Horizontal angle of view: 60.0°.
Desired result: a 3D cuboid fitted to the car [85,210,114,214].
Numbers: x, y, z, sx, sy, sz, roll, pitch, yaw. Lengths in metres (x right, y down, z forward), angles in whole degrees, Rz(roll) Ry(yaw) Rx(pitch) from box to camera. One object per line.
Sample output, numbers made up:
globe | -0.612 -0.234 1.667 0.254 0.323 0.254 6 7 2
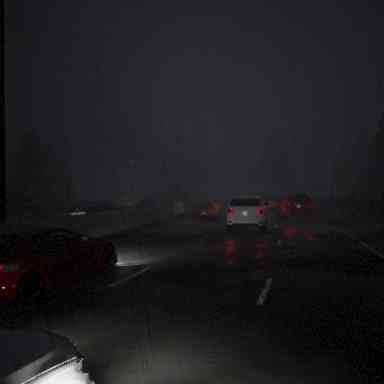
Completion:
car | -8.934 1.547 32.655 1.994 1.385 4.181 0 0 6

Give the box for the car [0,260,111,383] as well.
car | -2.389 1.525 1.387 1.812 1.442 4.674 0 0 20

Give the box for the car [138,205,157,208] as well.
car | -5.030 1.528 36.424 2.033 1.411 5.357 0 0 4

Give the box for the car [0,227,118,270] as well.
car | -3.634 1.559 8.274 1.994 1.385 4.181 0 0 19

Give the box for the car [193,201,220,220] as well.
car | 1.280 1.462 28.375 1.882 1.535 5.008 0 0 8

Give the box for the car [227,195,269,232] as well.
car | 3.436 1.210 20.386 2.150 2.045 5.566 0 0 13

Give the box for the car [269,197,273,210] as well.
car | 9.227 1.329 40.642 2.097 1.767 4.553 0 0 5

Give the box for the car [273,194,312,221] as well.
car | 8.190 1.198 27.063 2.150 2.045 5.566 0 -1 7
